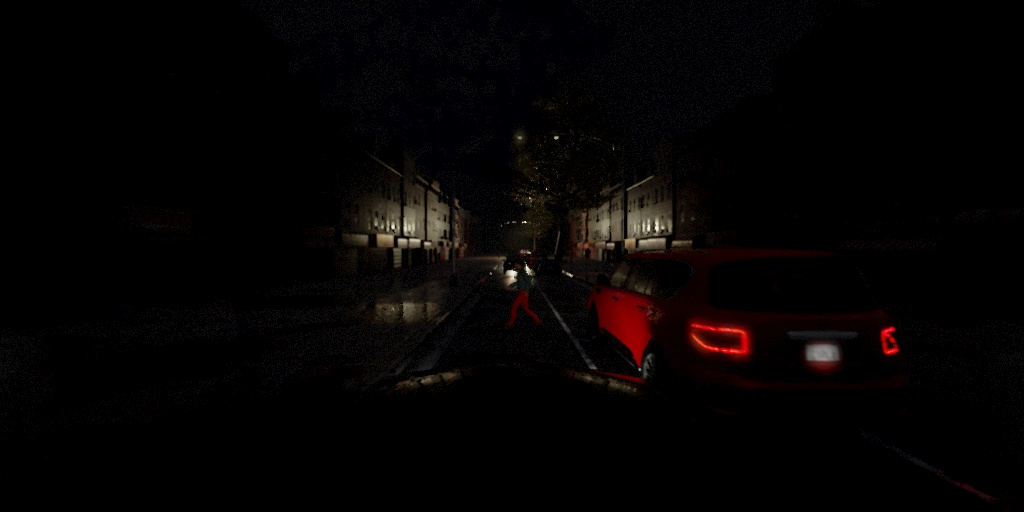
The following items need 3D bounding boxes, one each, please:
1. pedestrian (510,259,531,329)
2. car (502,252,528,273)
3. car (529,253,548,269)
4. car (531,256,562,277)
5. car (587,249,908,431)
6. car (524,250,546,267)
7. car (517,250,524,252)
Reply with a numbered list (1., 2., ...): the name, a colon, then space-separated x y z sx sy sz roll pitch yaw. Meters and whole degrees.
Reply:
1. pedestrian: 0.210 0.921 9.119 0.375 1.860 0.375 0 1 0
2. car: 0.201 0.709 31.879 1.837 1.490 4.892 0 2 0
3. car: 2.764 0.707 33.066 1.751 1.417 4.829 0 0 0
4. car: 2.741 0.857 27.351 1.948 1.339 4.313 0 0 0
5. car: 2.764 0.906 5.859 2.150 2.045 5.566 0 1 0
6. car: 2.786 0.387 38.440 2.192 1.841 5.009 0 0 0
7. car: 0.266 0.373 48.126 2.128 1.511 4.902 0 1 1
